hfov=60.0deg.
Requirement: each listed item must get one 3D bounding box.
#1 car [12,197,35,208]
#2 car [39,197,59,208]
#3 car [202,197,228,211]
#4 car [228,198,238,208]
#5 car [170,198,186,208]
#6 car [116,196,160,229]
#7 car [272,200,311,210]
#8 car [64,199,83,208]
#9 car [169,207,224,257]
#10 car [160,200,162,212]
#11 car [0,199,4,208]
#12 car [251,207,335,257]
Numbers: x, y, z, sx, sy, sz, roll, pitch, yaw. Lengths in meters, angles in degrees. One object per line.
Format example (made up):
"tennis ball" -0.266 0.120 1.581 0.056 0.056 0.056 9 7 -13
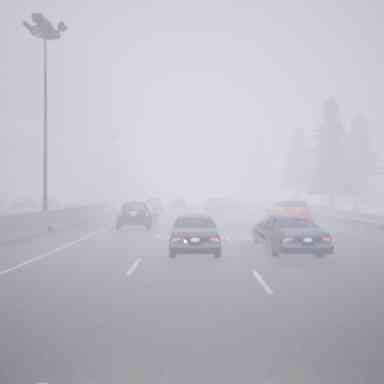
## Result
"car" -23.820 1.463 47.144 1.882 1.535 5.008 0 0 -11
"car" -20.314 1.490 47.358 1.837 1.490 4.892 0 0 -11
"car" 2.406 1.337 39.055 2.097 1.767 4.553 0 0 -7
"car" 5.029 1.547 46.218 1.994 1.385 4.181 0 0 -9
"car" -1.956 1.509 45.540 1.812 1.442 4.674 0 0 -10
"car" -3.449 1.344 21.498 2.097 1.767 4.553 0 0 -1
"car" 6.985 1.342 24.087 2.097 1.767 4.553 0 0 -2
"car" -16.659 1.585 46.928 1.895 1.301 4.718 0 0 -10
"car" 0.101 1.543 12.869 2.033 1.411 5.357 0 0 0
"car" -4.646 1.338 39.103 2.097 1.767 4.553 0 0 -7
"car" -26.889 1.491 44.472 1.837 1.490 4.892 0 0 -10
"car" 3.603 1.543 12.850 2.033 1.411 5.357 0 0 0
